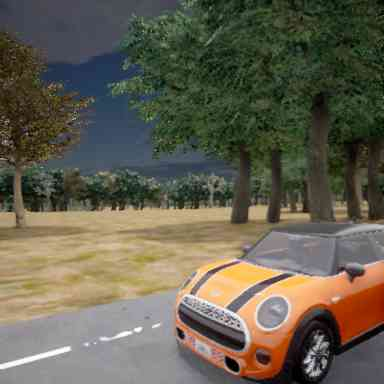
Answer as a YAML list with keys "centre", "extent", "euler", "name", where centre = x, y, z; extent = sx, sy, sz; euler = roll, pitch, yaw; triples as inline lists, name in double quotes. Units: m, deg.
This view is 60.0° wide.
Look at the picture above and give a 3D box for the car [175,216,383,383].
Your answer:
- centre: [1.939, 1.344, 5.472]
  extent: [4.553, 1.767, 2.097]
  euler: [0, 0, -37]
  name: "car"
